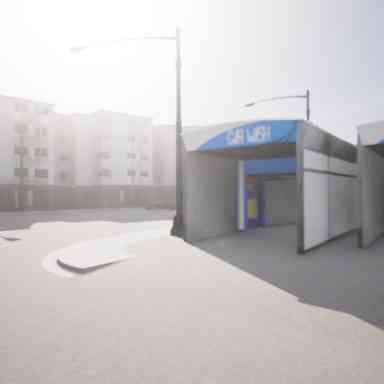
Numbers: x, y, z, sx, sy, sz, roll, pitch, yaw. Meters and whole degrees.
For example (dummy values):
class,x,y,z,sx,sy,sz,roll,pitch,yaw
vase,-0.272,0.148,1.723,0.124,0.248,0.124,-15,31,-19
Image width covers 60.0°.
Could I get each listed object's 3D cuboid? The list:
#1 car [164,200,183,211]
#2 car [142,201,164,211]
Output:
class,x,y,z,sx,sy,sz,roll,pitch,yaw
car,-0.542,1.625,41.530,5.008,1.535,1.882,0,0,-32
car,-4.061,1.773,43.405,4.718,1.301,1.895,0,0,-34
